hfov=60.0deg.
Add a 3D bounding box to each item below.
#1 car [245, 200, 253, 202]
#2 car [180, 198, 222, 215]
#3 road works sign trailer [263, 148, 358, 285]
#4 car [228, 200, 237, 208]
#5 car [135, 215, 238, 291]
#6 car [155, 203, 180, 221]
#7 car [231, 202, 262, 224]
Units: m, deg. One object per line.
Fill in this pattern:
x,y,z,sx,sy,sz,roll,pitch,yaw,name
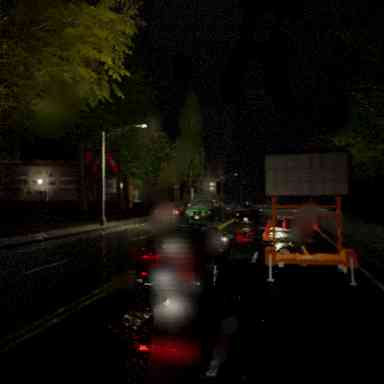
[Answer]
11.321,2.391,66.547,1.837,1.490,4.892,-1,-1,15,car
1.043,1.557,27.216,2.150,2.045,5.566,-1,-1,14,car
3.365,0.546,9.877,2.380,3.560,2.880,-1,-1,14,road works sign trailer
8.590,2.485,68.940,1.812,1.442,4.674,-1,-1,14,car
0.015,1.620,9.445,1.837,1.490,4.892,-1,-1,15,car
-1.654,1.754,29.753,2.097,1.767,4.553,-1,-1,14,car
4.643,1.802,27.337,1.837,1.490,4.892,-1,-1,15,car
